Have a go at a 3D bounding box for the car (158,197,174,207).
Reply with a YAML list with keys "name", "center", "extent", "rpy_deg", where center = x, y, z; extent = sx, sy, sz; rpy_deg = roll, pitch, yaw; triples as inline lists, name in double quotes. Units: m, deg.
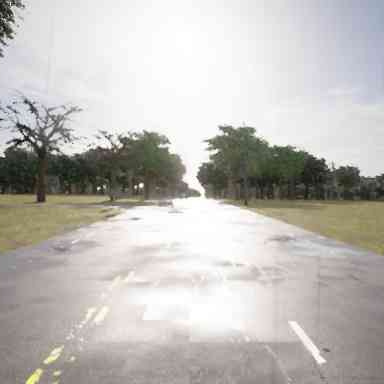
- name: "car"
  center: [-3.674, 1.457, 47.355]
  extent: [1.994, 1.385, 4.181]
  rpy_deg: [1, -1, 0]
